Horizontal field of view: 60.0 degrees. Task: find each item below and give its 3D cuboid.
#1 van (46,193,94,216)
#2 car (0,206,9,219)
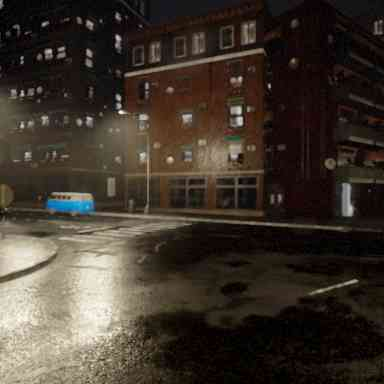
[{"bbox_3d":[-9.787,0.970,26.667,3.998,1.788,1.690,1,-1,25],"label":"van"},{"bbox_3d":[-14.696,1.177,22.556,4.718,1.301,1.895,1,1,25],"label":"car"}]
